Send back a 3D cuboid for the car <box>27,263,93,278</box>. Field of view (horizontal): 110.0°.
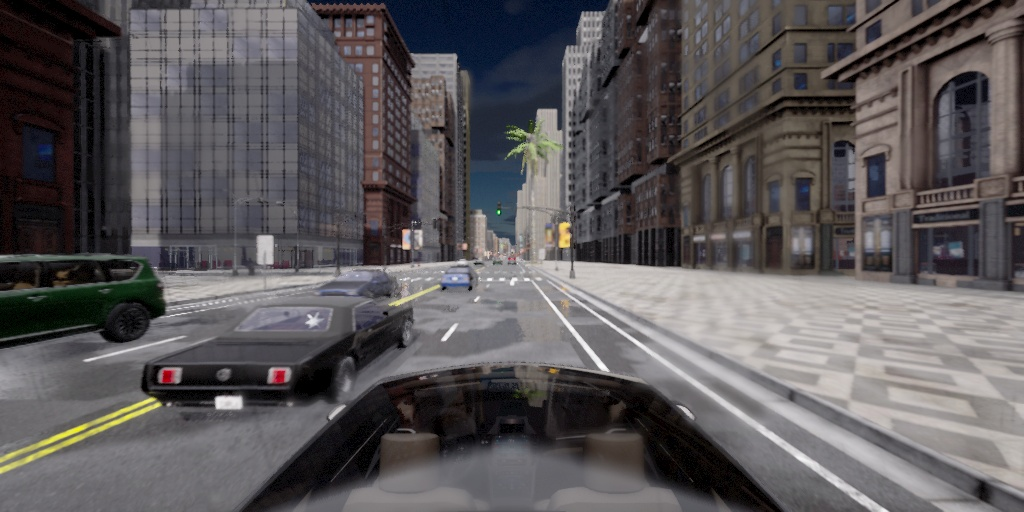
[{"bbox_3d":[-45.222,1.426,35.920,4.181,1.385,1.994,0,0,1],"label":"car"}]

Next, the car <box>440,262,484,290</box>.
[{"bbox_3d":[-3.145,1.300,22.320,2.033,1.411,5.357,0,0,0],"label":"car"}]

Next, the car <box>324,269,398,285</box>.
[{"bbox_3d":[-6.583,1.299,15.828,2.033,1.411,5.357,0,0,0],"label":"car"}]

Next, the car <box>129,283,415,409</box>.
[{"bbox_3d":[-3.148,1.351,6.222,1.895,1.301,4.718,0,0,0],"label":"car"}]

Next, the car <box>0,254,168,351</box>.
[{"bbox_3d":[-9.849,0.973,6.763,2.150,2.045,5.566,0,0,0],"label":"car"}]
